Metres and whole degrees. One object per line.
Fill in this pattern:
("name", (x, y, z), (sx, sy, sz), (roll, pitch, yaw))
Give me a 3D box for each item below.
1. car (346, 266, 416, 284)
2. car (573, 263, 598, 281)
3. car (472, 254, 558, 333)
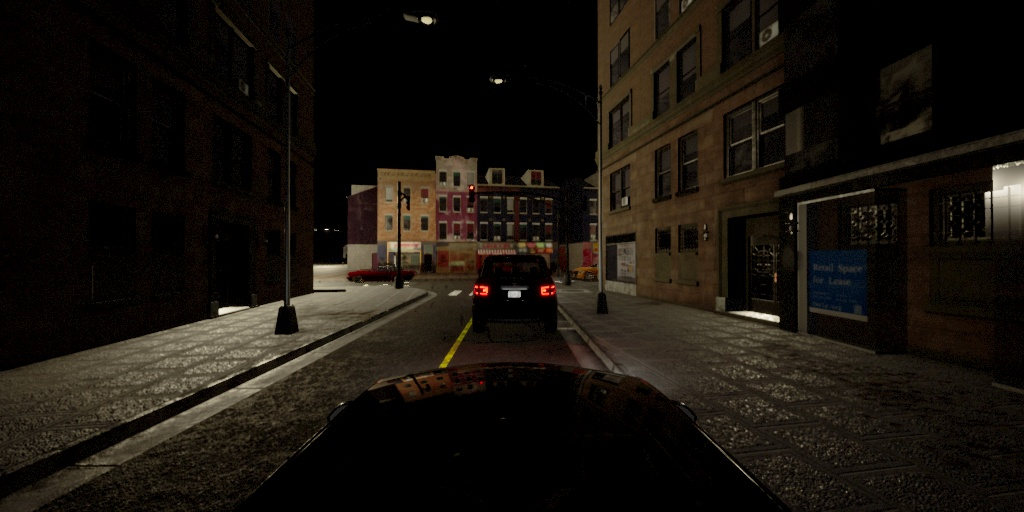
("car", (-9.636, 1.374, 26.636), (4.718, 1.301, 1.895), (0, 0, -10))
("car", (7.553, 1.211, 29.666), (5.008, 1.535, 1.882), (0, 0, -10))
("car", (0.098, 0.970, 10.899), (2.150, 2.045, 5.566), (0, 0, 1))
